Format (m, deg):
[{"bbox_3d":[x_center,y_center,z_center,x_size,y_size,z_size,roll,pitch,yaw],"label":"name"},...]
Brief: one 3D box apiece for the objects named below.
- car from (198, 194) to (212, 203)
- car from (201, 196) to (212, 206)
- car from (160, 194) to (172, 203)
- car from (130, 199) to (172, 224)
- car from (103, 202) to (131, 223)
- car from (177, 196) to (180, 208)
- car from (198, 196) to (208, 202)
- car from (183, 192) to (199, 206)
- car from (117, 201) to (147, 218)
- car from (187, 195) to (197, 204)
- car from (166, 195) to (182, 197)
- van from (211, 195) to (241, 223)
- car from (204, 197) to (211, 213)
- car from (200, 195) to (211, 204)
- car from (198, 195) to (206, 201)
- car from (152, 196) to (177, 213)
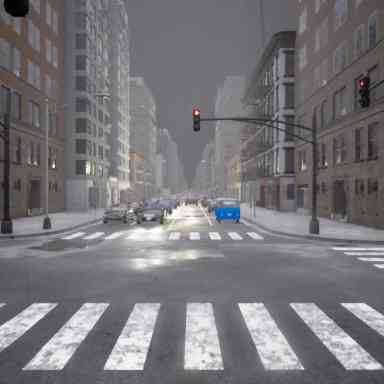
[{"bbox_3d":[2.561,1.302,53.334,2.192,1.841,5.009,0,0,0],"label":"car"},{"bbox_3d":[2.569,1.573,47.653,1.802,1.307,4.206,0,0,0],"label":"car"},{"bbox_3d":[-5.488,1.288,70.362,2.192,1.841,5.009,0,0,0],"label":"car"},{"bbox_3d":[-2.872,1.489,24.459,2.128,1.511,4.902,0,0,-1],"label":"car"},{"bbox_3d":[-5.424,1.548,24.907,2.008,1.369,4.403,0,0,0],"label":"car"},{"bbox_3d":[-2.909,1.557,43.127,1.994,1.385,4.181,0,0,0],"label":"car"},{"bbox_3d":[2.529,1.519,76.059,2.008,1.369,4.403,0,0,0],"label":"car"},{"bbox_3d":[-0.079,1.337,55.023,2.097,1.767,4.553,0,0,0],"label":"car"},{"bbox_3d":[-5.432,1.541,30.589,1.887,1.381,4.507,0,0,0],"label":"car"},{"bbox_3d":[-0.093,1.455,65.055,1.882,1.535,5.008,0,0,0],"label":"car"},{"bbox_3d":[-2.882,1.551,53.150,1.994,1.385,4.181,0,0,1],"label":"car"},{"bbox_3d":[2.601,1.338,24.927,1.690,1.788,3.998,0,0,0],"label":"van"},{"bbox_3d":[2.585,1.578,36.289,1.802,1.307,4.206,0,0,0],"label":"car"},{"bbox_3d":[2.545,1.418,64.696,1.967,1.590,4.097,0,0,0],"label":"car"},{"bbox_3d":[2.513,1.525,87.421,1.947,1.339,4.313,0,0,0],"label":"car"},{"bbox_3d":[-2.899,1.474,33.902,1.882,1.535,5.008,0,0,0],"label":"car"}]
